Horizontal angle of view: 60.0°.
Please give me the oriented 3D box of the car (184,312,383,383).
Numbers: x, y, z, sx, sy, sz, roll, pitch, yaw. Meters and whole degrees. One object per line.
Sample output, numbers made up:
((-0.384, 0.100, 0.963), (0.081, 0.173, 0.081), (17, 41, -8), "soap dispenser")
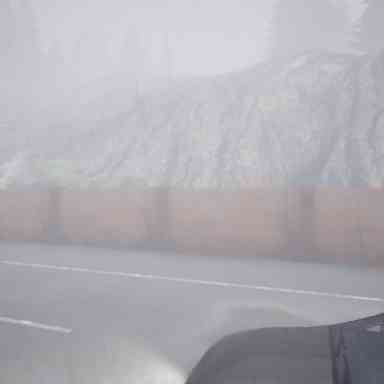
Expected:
((1.858, 1.562, 2.139), (4.181, 1.385, 1.994), (0, 0, 21), "car")
